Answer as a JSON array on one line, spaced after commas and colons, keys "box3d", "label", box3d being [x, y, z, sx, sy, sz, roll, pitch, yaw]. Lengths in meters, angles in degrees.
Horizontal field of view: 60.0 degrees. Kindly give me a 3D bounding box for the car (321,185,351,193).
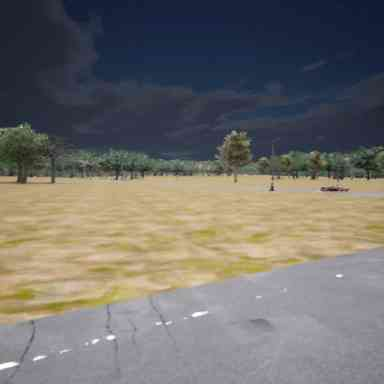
[{"box3d": [25.307, -0.499, 58.620, 1.895, 1.301, 4.718, -1, 3, -34], "label": "car"}]
